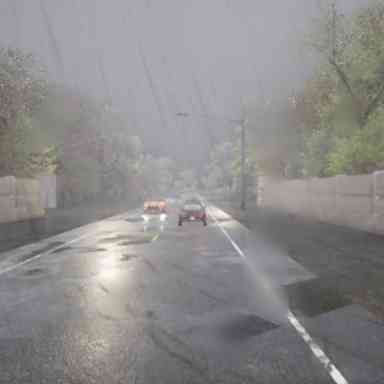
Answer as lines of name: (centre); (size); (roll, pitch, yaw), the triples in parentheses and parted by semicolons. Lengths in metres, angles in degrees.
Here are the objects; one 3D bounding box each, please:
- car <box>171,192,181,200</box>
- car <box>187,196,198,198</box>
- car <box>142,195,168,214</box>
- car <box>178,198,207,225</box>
car: (-3.461, 0.763, 74.120); (2.097, 1.767, 4.553); (0, 0, 0)
car: (0.111, 1.266, 42.048); (1.837, 1.490, 4.892); (0, 0, 0)
car: (-3.574, 1.164, 32.835); (2.097, 1.767, 4.553); (0, 1, 0)
car: (0.047, 1.401, 22.636); (1.812, 1.442, 4.674); (0, 1, 1)
